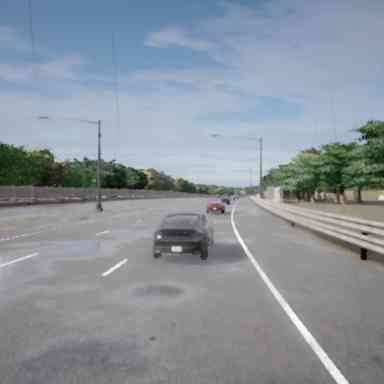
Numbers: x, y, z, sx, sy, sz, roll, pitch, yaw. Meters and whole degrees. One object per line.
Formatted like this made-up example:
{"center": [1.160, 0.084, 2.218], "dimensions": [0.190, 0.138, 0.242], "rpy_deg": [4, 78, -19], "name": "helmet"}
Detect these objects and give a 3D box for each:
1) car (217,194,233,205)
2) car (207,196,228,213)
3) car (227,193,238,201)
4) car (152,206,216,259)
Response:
{"center": [5.836, 1.510, 58.710], "dimensions": [1.837, 1.490, 4.892], "rpy_deg": [0, 0, 9], "name": "car"}
{"center": [2.624, 1.518, 36.176], "dimensions": [1.812, 1.442, 4.674], "rpy_deg": [0, 0, 7], "name": "car"}
{"center": [11.038, 1.681, 92.089], "dimensions": [2.033, 1.411, 5.357], "rpy_deg": [0, 0, 9], "name": "car"}
{"center": [-0.210, 1.501, 12.611], "dimensions": [1.837, 1.490, 4.892], "rpy_deg": [0, 0, 6], "name": "car"}
